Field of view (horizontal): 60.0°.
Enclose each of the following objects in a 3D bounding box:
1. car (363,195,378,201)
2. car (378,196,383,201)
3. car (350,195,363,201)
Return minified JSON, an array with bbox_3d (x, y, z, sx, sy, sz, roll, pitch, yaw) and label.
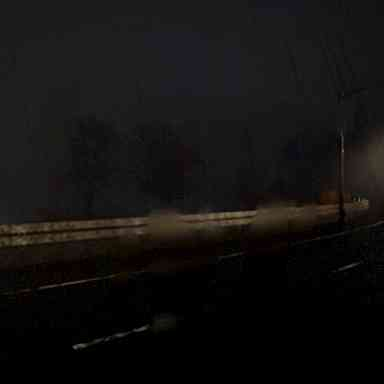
[{"bbox_3d":[43.015,1.393,81.867,1.837,1.490,4.892,0,0,3],"label":"car"},{"bbox_3d":[46.516,1.501,81.070,1.895,1.301,4.718,0,0,3],"label":"car"},{"bbox_3d":[39.527,1.421,82.168,2.128,1.511,4.902,0,0,3],"label":"car"}]
